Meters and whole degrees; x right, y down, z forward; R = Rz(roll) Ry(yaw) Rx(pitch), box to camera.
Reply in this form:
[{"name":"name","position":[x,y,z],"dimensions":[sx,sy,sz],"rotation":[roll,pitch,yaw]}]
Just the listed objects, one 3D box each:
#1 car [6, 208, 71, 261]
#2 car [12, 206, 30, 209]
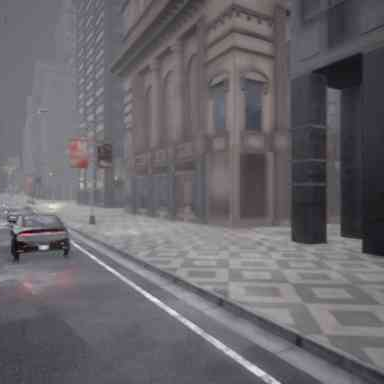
[{"name":"car","position":[-6.012,1.612,12.988],"dimensions":[2.128,1.511,4.902],"rotation":[0,0,-29]},{"name":"car","position":[-12.917,1.791,25.170],"dimensions":[2.033,1.411,5.357],"rotation":[0,0,-29]}]
